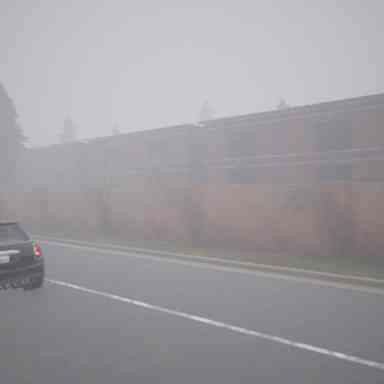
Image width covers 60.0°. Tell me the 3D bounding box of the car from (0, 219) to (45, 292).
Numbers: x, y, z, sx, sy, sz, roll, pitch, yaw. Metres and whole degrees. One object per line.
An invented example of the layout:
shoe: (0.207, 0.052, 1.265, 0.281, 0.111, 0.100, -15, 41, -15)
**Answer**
car: (-5.555, 1.391, 7.902, 4.553, 1.767, 2.097, 0, 0, 35)
